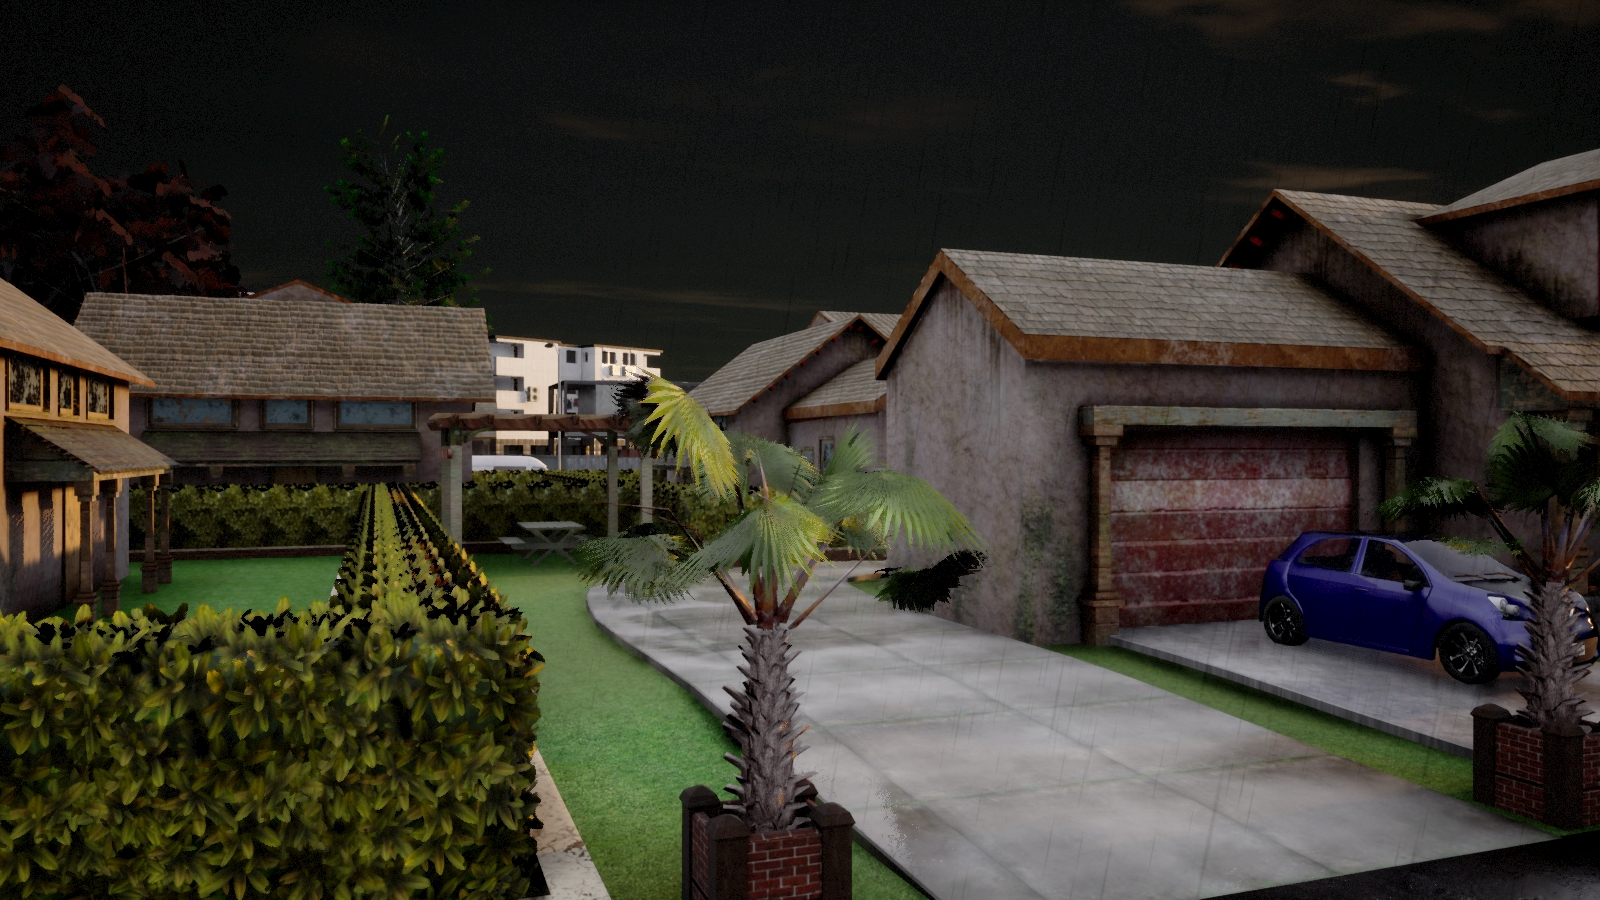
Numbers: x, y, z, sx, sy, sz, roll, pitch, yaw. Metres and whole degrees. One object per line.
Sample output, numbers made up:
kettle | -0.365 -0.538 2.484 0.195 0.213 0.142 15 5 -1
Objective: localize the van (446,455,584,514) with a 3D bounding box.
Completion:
van | -12.936 1.537 51.852 5.915 2.561 1.988 0 0 -20
